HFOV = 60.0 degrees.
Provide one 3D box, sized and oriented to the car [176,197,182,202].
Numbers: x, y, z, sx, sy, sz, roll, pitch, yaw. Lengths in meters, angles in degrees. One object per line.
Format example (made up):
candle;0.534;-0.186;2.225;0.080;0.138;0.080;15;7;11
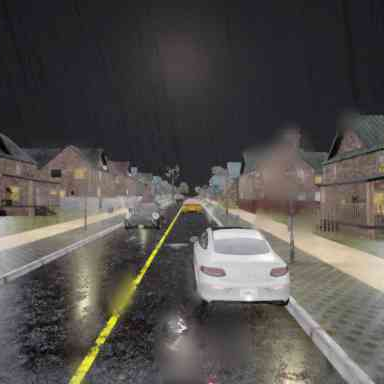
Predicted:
car;-2.850;1.758;77.690;1.895;1.301;4.718;0;0;0

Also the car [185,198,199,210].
car;-0.017;1.568;46.306;1.837;1.490;4.892;0;0;1

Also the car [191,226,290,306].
car;0.952;1.531;7.903;1.812;1.442;4.674;0;0;0

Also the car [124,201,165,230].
car;-2.876;1.370;20.986;2.097;1.767;4.553;0;0;0

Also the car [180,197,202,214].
car;0.027;1.518;35.553;1.882;1.535;5.008;0;0;0
